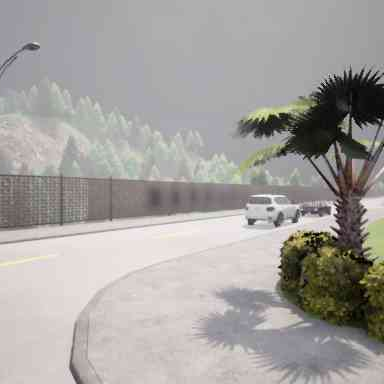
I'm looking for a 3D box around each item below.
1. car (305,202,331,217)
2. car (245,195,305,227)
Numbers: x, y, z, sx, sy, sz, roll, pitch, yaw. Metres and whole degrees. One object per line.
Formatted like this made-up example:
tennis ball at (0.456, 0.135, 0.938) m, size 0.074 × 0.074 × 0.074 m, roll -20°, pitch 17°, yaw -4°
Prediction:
car at (11.779, 1.602, 31.592) m, size 1.895 × 1.301 × 4.718 m, roll 0°, pitch 0°, yaw 35°
car at (5.661, 1.221, 23.041) m, size 2.150 × 2.045 × 5.566 m, roll 0°, pitch 0°, yaw 36°
